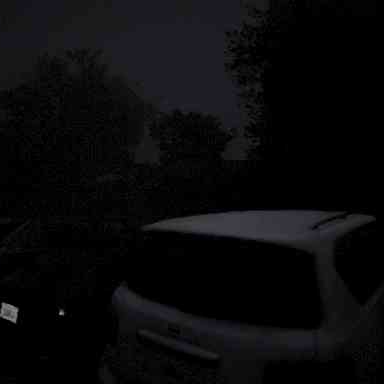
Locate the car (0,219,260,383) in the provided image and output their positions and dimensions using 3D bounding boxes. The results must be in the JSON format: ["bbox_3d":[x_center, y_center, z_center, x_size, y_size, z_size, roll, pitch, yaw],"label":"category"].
[{"bbox_3d":[-0.842,1.500,5.918,2.163,1.488,4.792,0,0,35],"label":"car"}]

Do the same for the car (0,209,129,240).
[{"bbox_3d":[-3.115,1.337,7.541,2.185,1.767,4.553,0,0,35],"label":"car"}]
